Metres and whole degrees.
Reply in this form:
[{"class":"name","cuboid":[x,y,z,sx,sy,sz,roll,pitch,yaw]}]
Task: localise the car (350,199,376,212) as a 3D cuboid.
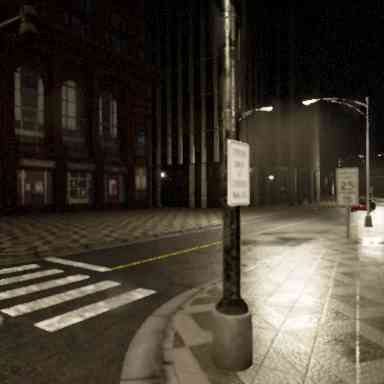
[{"class":"car","cuboid":[18.214,1.378,35.384,1.994,1.385,4.181,-1,0,36]}]
